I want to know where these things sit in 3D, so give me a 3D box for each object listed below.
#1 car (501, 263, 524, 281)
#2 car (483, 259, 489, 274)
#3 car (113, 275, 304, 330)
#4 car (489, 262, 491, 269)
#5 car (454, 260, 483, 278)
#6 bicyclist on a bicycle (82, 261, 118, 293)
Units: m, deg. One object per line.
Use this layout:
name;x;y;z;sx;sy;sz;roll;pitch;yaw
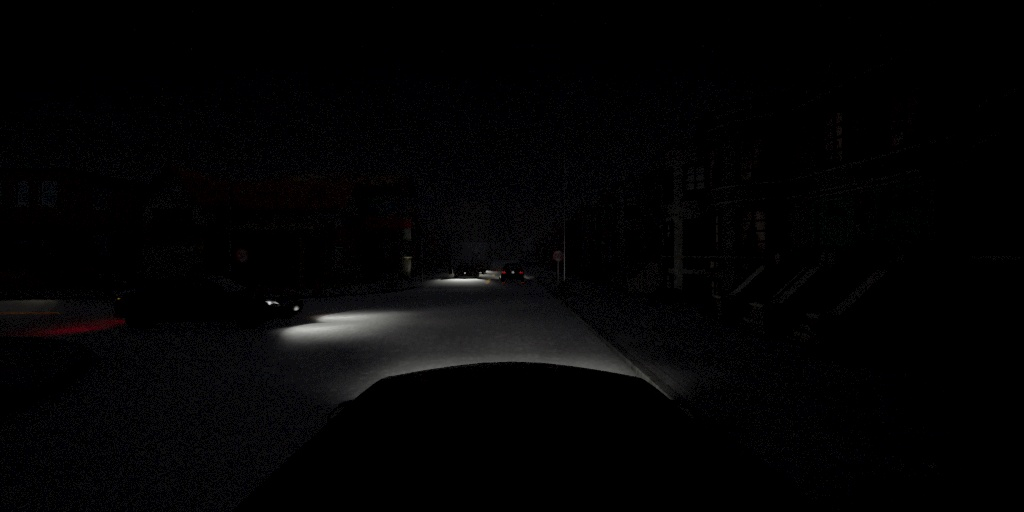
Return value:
car;0.062;1.307;30.094;2.033;1.411;5.357;0;0;0
car;-4.148;1.241;42.437;1.882;1.535;5.008;0;0;0
car;-8.759;1.279;10.564;4.674;1.442;1.812;0;0;-3
car;-4.133;1.258;52.751;2.128;1.511;4.902;0;0;0
car;-4.145;1.324;33.551;1.994;1.385;4.181;0;0;0
bicyclist on a bicycle;-21.603;1.105;18.820;0.582;1.620;1.656;0;0;0
